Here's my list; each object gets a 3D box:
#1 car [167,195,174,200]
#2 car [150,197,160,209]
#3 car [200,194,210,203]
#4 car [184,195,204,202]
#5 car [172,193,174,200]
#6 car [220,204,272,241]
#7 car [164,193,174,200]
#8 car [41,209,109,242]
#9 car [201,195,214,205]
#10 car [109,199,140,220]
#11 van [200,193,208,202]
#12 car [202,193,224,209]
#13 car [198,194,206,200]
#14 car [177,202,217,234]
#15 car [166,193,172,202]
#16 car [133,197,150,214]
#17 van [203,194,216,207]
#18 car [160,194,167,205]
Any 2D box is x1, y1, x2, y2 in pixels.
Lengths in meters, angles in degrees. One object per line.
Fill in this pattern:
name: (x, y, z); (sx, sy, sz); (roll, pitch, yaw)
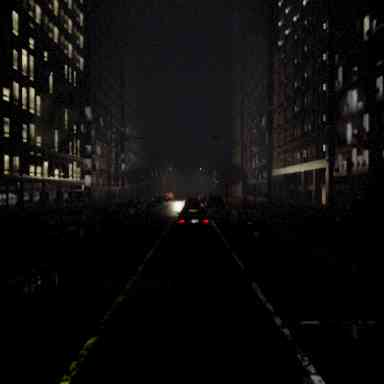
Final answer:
car: (-5.760, 1.368, 90.006); (1.802, 1.307, 4.206); (-1, 0, 0)
car: (-5.728, 1.423, 44.367); (1.752, 1.417, 4.829); (-1, 0, 0)
car: (2.635, 1.283, 67.277); (1.967, 1.590, 4.097); (-1, 0, 0)
car: (0.077, 1.390, 38.245); (1.882, 1.535, 5.008); (0, 0, 0)
car: (-5.753, 1.254, 78.639); (1.967, 1.590, 4.097); (-1, 0, 0)
car: (2.672, 1.514, 16.124); (2.008, 1.369, 4.403); (-1, 0, 0)
car: (-5.758, 1.115, 84.322); (2.192, 1.841, 5.009); (-1, 0, 0)
car: (-5.709, 1.514, 16.119); (2.008, 1.369, 4.403); (-1, 0, 0)
car: (2.643, 1.311, 55.910); (1.967, 1.590, 4.097); (-1, 0, 0)
car: (-5.717, 1.519, 27.486); (1.802, 1.307, 4.206); (-1, 0, 0)
van: (2.630, 1.170, 72.960); (1.690, 1.788, 3.998); (-1, 0, 0)
car: (2.654, 1.226, 38.859); (2.192, 1.841, 5.009); (-1, 0, 0)
car: (2.621, 1.337, 90.012); (2.008, 1.369, 4.403); (-1, 0, 0)
car: (0.089, 1.504, 19.041); (2.033, 1.411, 5.357); (0, 0, 0)
car: (-5.744, 1.393, 67.272); (2.008, 1.369, 4.403); (-1, 0, 0)
car: (-5.722, 1.364, 33.169); (1.967, 1.590, 4.097); (-1, 0, 0)
van: (2.646, 1.226, 50.226); (1.690, 1.788, 3.998); (-1, 0, 0)
car: (-5.737, 1.436, 55.905); (1.947, 1.339, 4.313); (-1, 0, 0)
